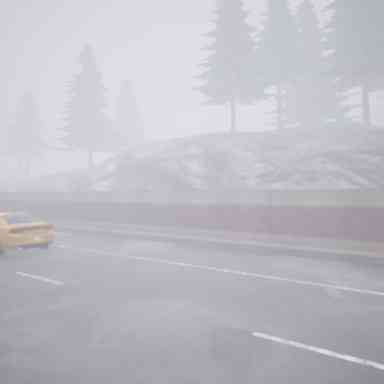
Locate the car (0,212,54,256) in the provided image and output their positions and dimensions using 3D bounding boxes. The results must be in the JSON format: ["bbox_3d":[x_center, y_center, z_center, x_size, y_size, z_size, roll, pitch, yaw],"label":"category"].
[{"bbox_3d":[-7.665,1.548,13.550,5.008,1.535,1.882,0,0,35],"label":"car"}]
